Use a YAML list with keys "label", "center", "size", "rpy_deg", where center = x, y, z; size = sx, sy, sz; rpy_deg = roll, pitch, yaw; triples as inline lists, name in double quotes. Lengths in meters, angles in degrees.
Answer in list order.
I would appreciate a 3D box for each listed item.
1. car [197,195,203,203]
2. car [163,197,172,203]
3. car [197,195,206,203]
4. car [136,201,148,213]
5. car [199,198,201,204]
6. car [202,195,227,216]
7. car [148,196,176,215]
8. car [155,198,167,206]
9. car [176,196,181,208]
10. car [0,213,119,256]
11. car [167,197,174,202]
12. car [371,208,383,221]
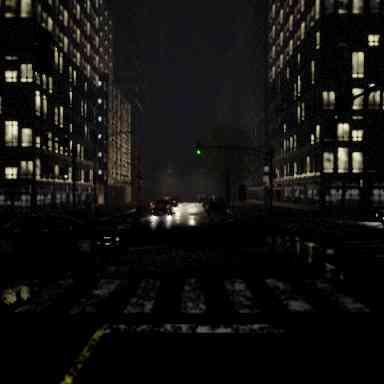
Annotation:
- label: "car"
  center: [2.492, 1.718, 75.162]
  size: [2.192, 1.841, 5.009]
  rpy_deg: [0, 0, 0]
- label: "car"
  center: [-5.898, 1.955, 80.594]
  size: [1.752, 1.417, 4.829]
  rpy_deg: [0, 0, 0]
- label: "car"
  center: [2.467, 1.772, 86.443]
  size: [2.192, 1.841, 5.009]
  rpy_deg: [0, 0, 0]
- label: "car"
  center: [-5.812, 1.753, 41.127]
  size: [1.752, 1.417, 4.829]
  rpy_deg: [0, 0, 0]
- label: "car"
  center: [2.544, 1.870, 52.600]
  size: [1.802, 1.307, 4.206]
  rpy_deg: [0, 0, 0]
- label: "car"
  center: [2.579, 1.513, 35.680]
  size: [2.192, 1.841, 5.009]
  rpy_deg: [0, 0, 0]
- label: "car"
  center: [-3.198, 1.553, 36.137]
  size: [2.097, 1.767, 4.553]
  rpy_deg: [0, 0, 0]
- label: "car"
  center: [-5.861, 1.913, 63.850]
  size: [1.947, 1.339, 4.313]
  rpy_deg: [0, 0, 0]
- label: "car"
  center: [-3.222, 1.797, 53.236]
  size: [1.837, 1.490, 4.892]
  rpy_deg: [0, 0, 0]
- label: "car"
  center: [-5.326, 1.604, 12.820]
  size: [4.892, 1.490, 1.837]
  rpy_deg: [0, 0, -1]
- label: "car"
  center: [-5.923, 2.067, 92.040]
  size: [1.802, 1.307, 4.206]
  rpy_deg: [0, 0, 0]
- label: "car"
  center: [14.792, 1.394, 23.065]
  size: [4.181, 1.385, 1.994]
  rpy_deg: [-1, 0, -1]
